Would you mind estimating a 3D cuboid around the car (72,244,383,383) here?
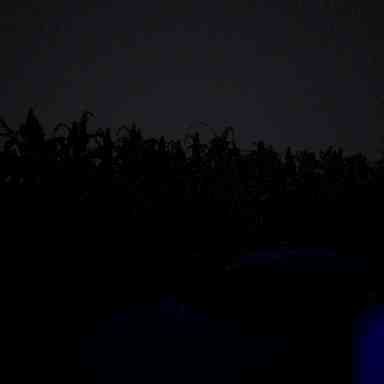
[{"bbox_3d":[1.193,1.465,3.926,5.008,1.535,1.882,0,0,-36],"label":"car"}]
